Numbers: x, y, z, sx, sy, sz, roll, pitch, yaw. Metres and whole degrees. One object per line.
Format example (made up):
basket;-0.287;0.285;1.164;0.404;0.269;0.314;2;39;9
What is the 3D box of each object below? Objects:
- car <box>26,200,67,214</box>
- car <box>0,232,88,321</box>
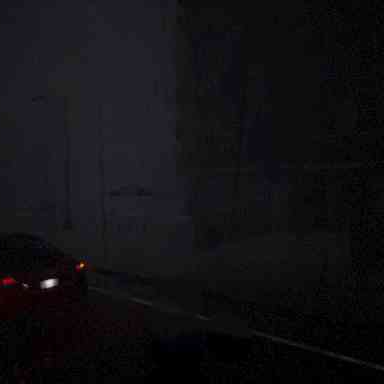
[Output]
car;-15.197;1.585;35.160;1.994;1.385;4.181;0;0;37
car;-4.093;1.555;7.006;4.181;1.385;1.994;0;0;37
